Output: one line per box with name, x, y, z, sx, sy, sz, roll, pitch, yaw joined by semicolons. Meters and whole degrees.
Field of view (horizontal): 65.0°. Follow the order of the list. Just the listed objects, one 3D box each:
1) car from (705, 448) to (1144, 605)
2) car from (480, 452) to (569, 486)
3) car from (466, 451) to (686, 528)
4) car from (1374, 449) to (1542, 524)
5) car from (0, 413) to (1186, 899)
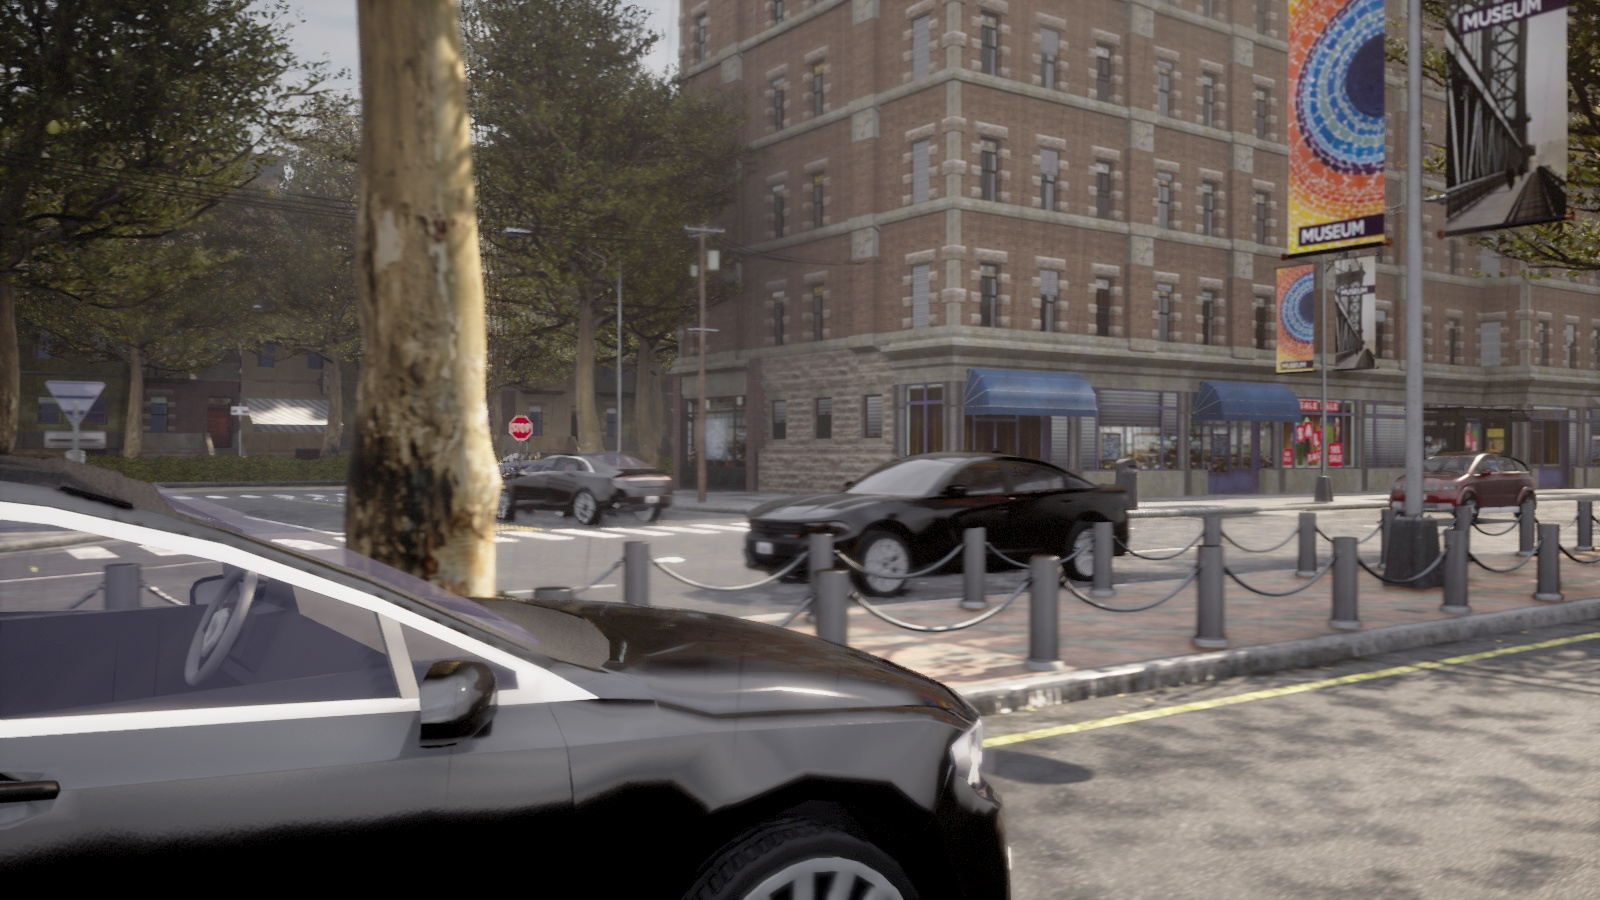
car;1.549;0.755;14.483;5.008;1.535;1.882;0;0;-35
car;-12.974;0.898;59.202;3.705;1.549;1.789;0;0;-36
car;-4.921;0.778;27.138;4.902;1.511;2.128;0;0;42
car;14.620;0.761;27.842;3.705;1.549;1.789;0;0;-35
car;-1.698;0.711;2.477;4.902;1.511;2.128;0;0;-35
